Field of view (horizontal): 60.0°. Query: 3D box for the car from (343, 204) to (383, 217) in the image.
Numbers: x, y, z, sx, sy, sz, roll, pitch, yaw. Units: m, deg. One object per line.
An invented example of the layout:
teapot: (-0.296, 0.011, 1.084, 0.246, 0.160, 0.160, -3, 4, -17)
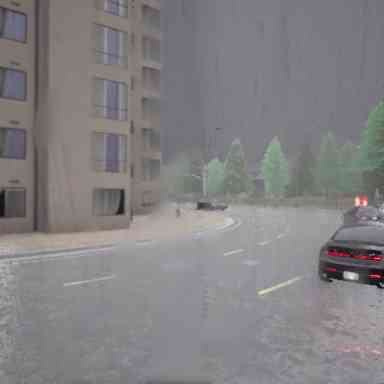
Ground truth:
car: (11.996, 1.715, 23.264, 2.033, 1.411, 5.357, 0, 0, 13)

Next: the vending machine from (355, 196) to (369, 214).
vending machine: (19.524, 1.469, 38.253, 1.100, 2.100, 0.880, 0, 0, -11)

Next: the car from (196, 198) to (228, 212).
car: (2.441, 1.569, 42.680, 2.097, 1.767, 4.553, 0, 0, -29)

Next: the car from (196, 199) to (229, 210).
car: (2.938, 1.796, 48.644, 2.033, 1.411, 5.357, 0, 0, -33)

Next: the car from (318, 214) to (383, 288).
car: (5.006, 1.572, 9.030, 1.837, 1.490, 4.892, 0, 0, 40)
